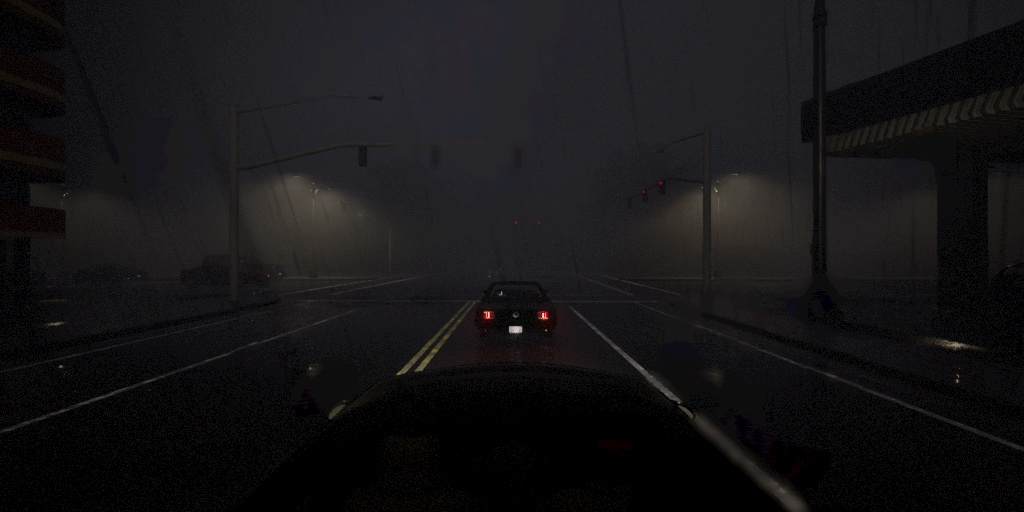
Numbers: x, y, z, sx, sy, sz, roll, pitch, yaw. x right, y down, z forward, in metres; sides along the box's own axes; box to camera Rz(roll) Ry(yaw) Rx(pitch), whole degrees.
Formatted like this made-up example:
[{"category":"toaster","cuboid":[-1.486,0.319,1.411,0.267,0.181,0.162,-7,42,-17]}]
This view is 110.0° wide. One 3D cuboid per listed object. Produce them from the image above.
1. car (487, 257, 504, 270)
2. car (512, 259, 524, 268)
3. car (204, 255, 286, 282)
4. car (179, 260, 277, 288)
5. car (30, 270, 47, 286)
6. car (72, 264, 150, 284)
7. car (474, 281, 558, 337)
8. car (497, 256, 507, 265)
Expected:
[{"category":"car","cuboid":[-2.709,1.241,53.963,2.128,1.511,4.902,0,0,1]},{"category":"car","cuboid":[1.053,1.241,61.677,2.128,1.511,4.902,0,0,1]},{"category":"car","cuboid":[-19.887,0.971,26.537,5.566,2.045,2.150,0,0,1]},{"category":"car","cuboid":[-18.327,1.228,22.989,5.008,1.535,1.882,0,0,1]},{"category":"car","cuboid":[-33.330,1.241,23.262,4.902,1.511,2.128,0,0,1]},{"category":"car","cuboid":[-29.768,1.313,26.695,4.181,1.385,1.994,0,0,0]},{"category":"car","cuboid":[0.099,1.351,10.218,1.895,1.301,4.718,0,0,0]},{"category":"car","cuboid":[-2.575,1.242,64.807,2.128,1.511,4.902,0,0,1]}]
